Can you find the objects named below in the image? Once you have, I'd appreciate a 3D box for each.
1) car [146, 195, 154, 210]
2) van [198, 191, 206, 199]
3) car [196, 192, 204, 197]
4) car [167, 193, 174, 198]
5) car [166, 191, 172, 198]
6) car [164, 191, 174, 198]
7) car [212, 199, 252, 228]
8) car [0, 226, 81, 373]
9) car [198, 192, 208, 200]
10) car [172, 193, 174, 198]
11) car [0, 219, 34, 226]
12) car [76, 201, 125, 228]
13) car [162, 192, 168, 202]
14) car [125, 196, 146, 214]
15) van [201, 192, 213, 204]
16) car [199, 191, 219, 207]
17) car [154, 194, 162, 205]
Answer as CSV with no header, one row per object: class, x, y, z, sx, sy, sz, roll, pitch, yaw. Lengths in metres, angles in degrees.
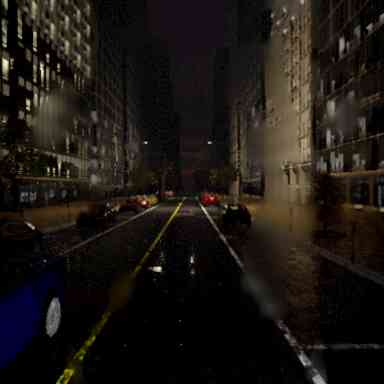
car,-5.869,1.154,37.713,1.967,1.590,4.097,-1,0,0
van,2.325,0.737,77.535,1.690,1.788,3.998,-1,0,0
car,2.249,0.812,94.587,2.008,1.369,4.403,-1,0,0
car,-6.132,0.850,94.549,1.802,1.307,4.206,-1,0,0
car,-6.026,0.999,71.815,2.008,1.369,4.403,-1,0,0
car,-6.108,0.628,88.863,2.192,1.841,5.009,-1,0,0
car,2.592,1.389,20.702,2.008,1.369,4.403,-1,0,0
car,-3.008,1.452,3.556,1.882,1.535,5.008,0,0,0
car,2.353,0.881,71.853,1.967,1.590,4.097,-1,0,0
car,-6.080,0.798,83.181,1.967,1.590,4.097,-1,0,0
car,-5.737,1.483,9.297,2.008,1.369,4.403,-1,0,0
car,-5.789,1.396,20.663,2.008,1.369,4.403,-1,0,0
car,-5.974,1.103,60.448,1.947,1.339,4.313,-1,0,0
car,-5.842,1.340,32.031,1.802,1.307,4.206,-1,0,0
van,2.431,0.916,54.802,1.690,1.788,3.998,-1,0,0
car,2.483,0.978,43.435,2.192,1.841,5.009,-1,0,0
car,-5.920,1.153,48.911,1.752,1.417,4.829,-1,0,0
